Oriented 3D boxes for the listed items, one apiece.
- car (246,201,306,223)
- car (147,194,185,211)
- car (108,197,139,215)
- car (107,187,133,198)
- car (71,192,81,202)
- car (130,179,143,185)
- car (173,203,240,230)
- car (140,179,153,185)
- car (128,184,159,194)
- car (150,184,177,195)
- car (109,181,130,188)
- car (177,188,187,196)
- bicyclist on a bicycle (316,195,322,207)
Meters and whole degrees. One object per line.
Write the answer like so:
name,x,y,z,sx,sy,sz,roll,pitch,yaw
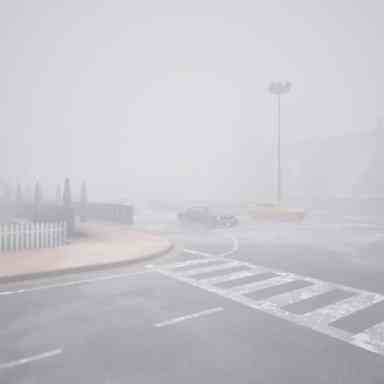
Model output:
car,6.521,1.475,26.232,1.882,1.535,5.008,0,0,-37
car,-3.110,1.405,38.906,2.033,1.411,5.357,0,2,-37
car,-7.049,1.536,32.520,1.895,1.301,4.718,0,1,-37
car,-11.049,0.566,49.476,1.812,1.442,4.674,0,5,-37
car,-15.483,0.774,43.694,1.994,1.385,4.181,0,5,-37
car,-12.828,-1.488,69.603,1.882,1.535,5.008,0,7,-37
car,0.950,1.601,21.647,1.895,1.301,4.718,0,0,-34
car,-10.504,-1.827,72.186,2.150,2.045,5.566,0,7,-37
car,-8.556,0.058,57.927,2.033,1.411,5.357,0,6,-37
car,-5.320,0.053,59.616,1.882,1.535,5.008,0,6,-37
car,-14.819,-1.300,66.260,1.882,1.535,5.008,0,7,-37
car,-2.969,-0.029,62.312,1.882,1.535,5.008,0,7,-37
bicyclist on a bicycle,18.061,1.290,47.375,1.656,1.620,0.582,0,0,-37
